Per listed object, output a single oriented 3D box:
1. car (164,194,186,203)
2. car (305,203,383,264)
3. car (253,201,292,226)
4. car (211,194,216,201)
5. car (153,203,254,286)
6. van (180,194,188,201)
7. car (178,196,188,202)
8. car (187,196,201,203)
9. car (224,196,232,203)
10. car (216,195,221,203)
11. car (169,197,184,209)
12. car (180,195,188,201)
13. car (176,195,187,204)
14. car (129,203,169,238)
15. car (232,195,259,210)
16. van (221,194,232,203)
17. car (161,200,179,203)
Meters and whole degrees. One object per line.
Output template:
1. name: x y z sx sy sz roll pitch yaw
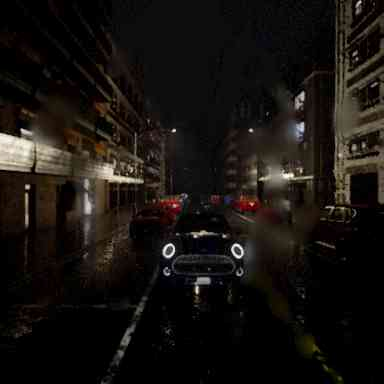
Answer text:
1. car: -2.100 1.300 34.569 2.192 1.841 5.009 -1 0 0
2. car: 5.700 1.310 11.820 2.192 1.841 5.009 -1 0 0
3. car: 5.743 1.572 23.149 1.802 1.307 4.206 -1 0 0
4. car: 5.961 1.408 85.457 1.967 1.590 4.097 -1 0 0
5. car: 0.294 1.348 9.500 2.097 1.767 4.553 0 0 1
6. van: -1.940 1.310 79.780 1.690 1.788 3.998 -1 0 0
7. car: -1.958 1.522 74.129 2.008 1.369 4.403 -1 0 0
8. car: 0.552 1.455 55.511 1.882 1.535 5.008 0 0 0
9. car: 5.823 1.564 45.806 1.802 1.307 4.206 -1 0 0
10. car: 5.859 1.293 57.135 2.192 1.841 5.009 -1 0 0
11. car: -2.058 1.506 45.702 1.752 1.417 4.829 -1 0 0
12. car: -1.918 1.533 85.432 1.947 1.339 4.313 -1 0 0
13. car: -1.999 1.415 62.826 1.967 1.590 4.097 -1 0 0
14. car: -2.157 1.536 17.616 1.887 1.381 4.507 -1 0 0
15. car: 5.779 1.301 34.477 2.192 1.841 5.009 -1 0 0
16. van: 5.840 1.321 51.470 1.690 1.788 3.998 -1 0 0
17. car: -2.137 1.534 23.267 1.887 1.381 4.507 -1 0 0
